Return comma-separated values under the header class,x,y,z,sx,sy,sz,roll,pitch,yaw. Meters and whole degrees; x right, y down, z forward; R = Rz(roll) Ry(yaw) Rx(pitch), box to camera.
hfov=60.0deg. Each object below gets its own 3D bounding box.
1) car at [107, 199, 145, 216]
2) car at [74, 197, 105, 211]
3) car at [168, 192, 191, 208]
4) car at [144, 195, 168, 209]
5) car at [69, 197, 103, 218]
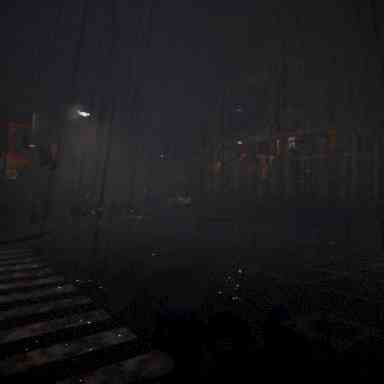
class,x,y,z,sx,sy,sz,roll,pitch,yaw
car,-6.562,1.488,31.685,1.994,1.385,4.181,0,0,-35
car,-12.421,1.415,40.072,2.128,1.511,4.902,0,0,-35
car,-2.331,1.079,45.947,2.150,2.045,5.566,0,0,-35
car,-5.578,1.355,44.507,1.882,1.535,5.008,0,0,-35
car,-9.635,1.470,29.968,1.812,1.442,4.674,0,0,-35
